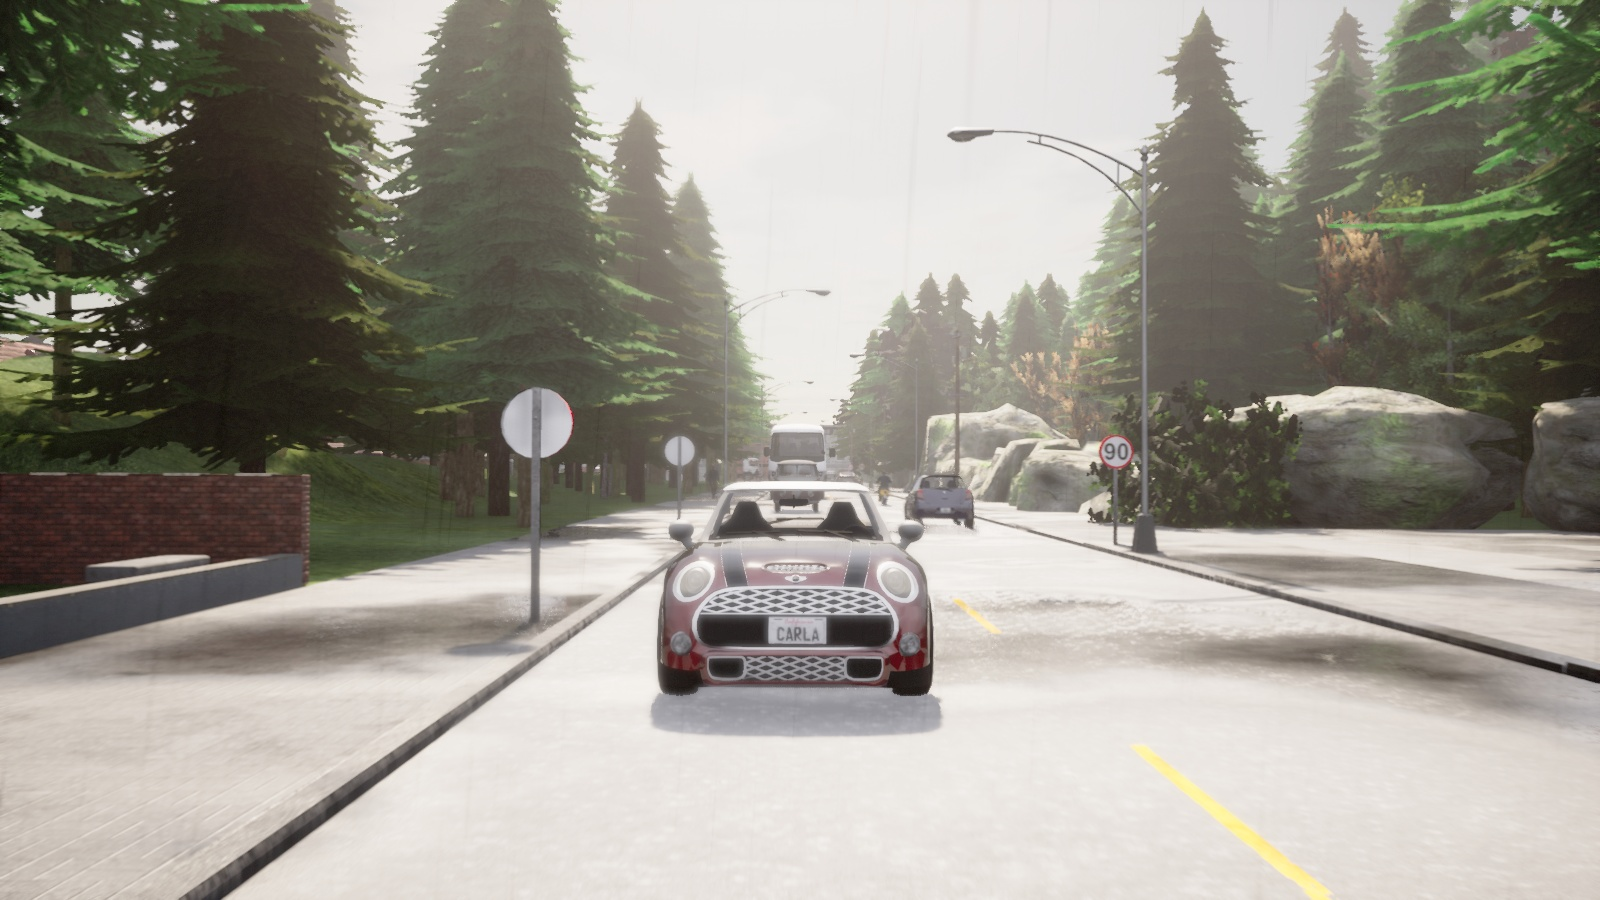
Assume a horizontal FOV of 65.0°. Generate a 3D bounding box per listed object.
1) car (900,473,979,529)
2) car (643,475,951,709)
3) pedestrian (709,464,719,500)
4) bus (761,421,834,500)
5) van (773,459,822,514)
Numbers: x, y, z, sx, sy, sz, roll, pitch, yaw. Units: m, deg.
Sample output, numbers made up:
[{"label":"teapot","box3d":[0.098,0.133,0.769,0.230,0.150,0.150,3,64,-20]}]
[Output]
[{"label":"car","box3d":[3.912,1.412,35.707,1.845,1.501,3.633,0,-1,0]},{"label":"car","box3d":[-0.025,0.947,9.942,1.970,1.475,3.806,0,-1,0]},{"label":"pedestrian","box3d":[-4.425,1.623,64.556,0.402,1.842,0.726,0,-1,-9]},{"label":"bus","box3d":[-0.136,0.660,72.963,3.944,4.253,10.273,0,-1,0]},{"label":"van","box3d":[-0.103,1.370,47.994,1.775,1.987,4.442,0,-1,0]}]
